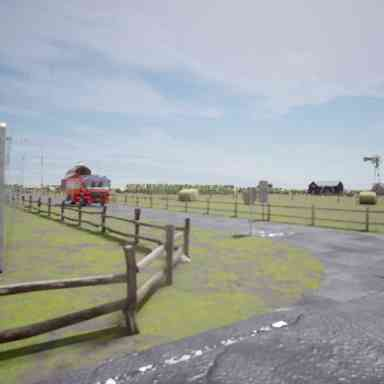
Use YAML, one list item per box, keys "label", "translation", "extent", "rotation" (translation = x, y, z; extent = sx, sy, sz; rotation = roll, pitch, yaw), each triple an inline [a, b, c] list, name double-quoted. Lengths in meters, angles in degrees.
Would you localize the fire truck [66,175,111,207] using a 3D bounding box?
- label: "fire truck"
  translation: [-13.213, -0.207, 41.800]
  extent: [2.891, 3.827, 8.468]
  rotation: [1, 0, -36]
